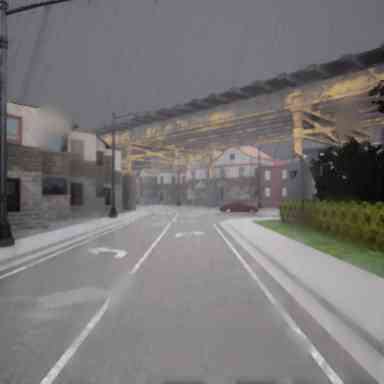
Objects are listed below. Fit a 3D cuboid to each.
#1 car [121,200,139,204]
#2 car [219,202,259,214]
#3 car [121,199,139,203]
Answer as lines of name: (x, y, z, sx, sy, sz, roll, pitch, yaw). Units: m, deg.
car: (-16.822, 2.586, 89.566, 4.974, 1.542, 2.038, 0, -1, -15)
car: (6.043, 2.020, 42.744, 5.008, 1.535, 1.882, 0, -1, 0)
car: (-16.772, 2.429, 89.581, 4.536, 1.218, 1.853, 0, -1, -15)
